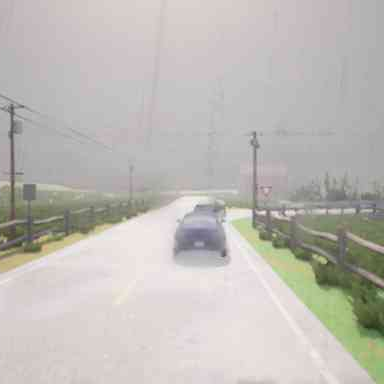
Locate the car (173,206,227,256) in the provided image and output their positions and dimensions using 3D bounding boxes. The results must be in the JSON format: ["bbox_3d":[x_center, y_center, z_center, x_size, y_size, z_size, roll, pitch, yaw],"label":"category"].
[{"bbox_3d":[0.330,1.477,12.785,1.812,1.442,4.674,0,0,2],"label":"car"}]

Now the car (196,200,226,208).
[{"bbox_3d":[1.604,1.387,27.623,2.128,1.511,4.902,0,0,18],"label":"car"}]
